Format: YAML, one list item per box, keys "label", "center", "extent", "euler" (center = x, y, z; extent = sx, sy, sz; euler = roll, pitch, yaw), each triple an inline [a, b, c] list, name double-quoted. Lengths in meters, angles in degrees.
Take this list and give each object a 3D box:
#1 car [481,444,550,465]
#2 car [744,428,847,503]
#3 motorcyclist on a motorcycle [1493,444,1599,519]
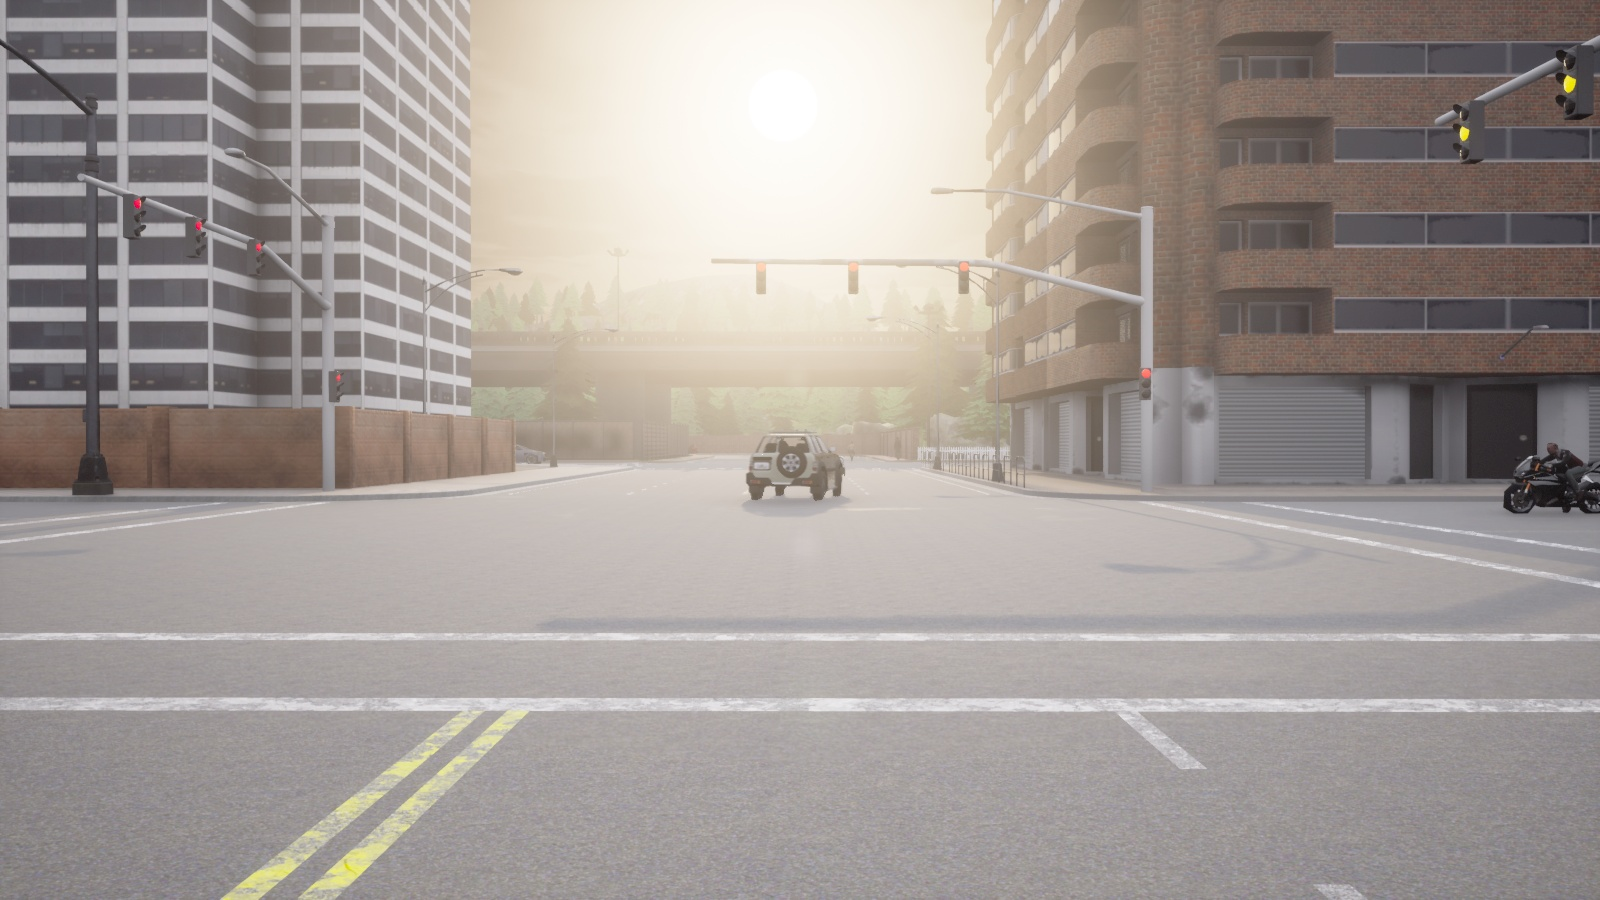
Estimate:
- label: "car"
  center: [-18.803, 0.271, 83.105]
  extent: [4.181, 1.385, 1.994]
  euler: [0, 0, 0]
- label: "car"
  center: [-0.040, 0.372, 33.883]
  extent: [1.932, 1.855, 4.605]
  euler: [0, 0, 11]
- label: "motorcyclist on a motorcycle"
  center: [15.862, 0.646, 26.328]
  extent: [2.191, 1.530, 0.866]
  euler: [0, 0, 1]
